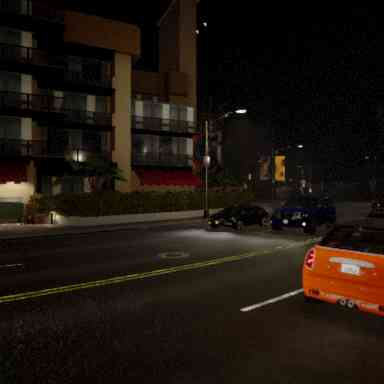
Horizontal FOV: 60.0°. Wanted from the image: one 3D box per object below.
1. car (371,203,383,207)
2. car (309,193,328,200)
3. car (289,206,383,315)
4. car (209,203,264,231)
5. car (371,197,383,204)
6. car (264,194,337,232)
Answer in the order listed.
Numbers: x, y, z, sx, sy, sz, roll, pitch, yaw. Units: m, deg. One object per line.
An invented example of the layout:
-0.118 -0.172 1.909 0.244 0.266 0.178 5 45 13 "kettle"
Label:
12.060 1.593 20.443 1.895 1.301 4.718 0 0 38 "car"
33.564 1.210 88.250 2.185 1.767 4.553 0 0 -26 "car"
4.325 1.348 7.099 4.553 1.767 2.097 0 0 -41 "car"
3.011 1.494 20.660 1.837 1.490 4.892 0 0 41 "car"
20.091 1.337 34.757 2.097 1.767 4.553 0 0 21 "car"
6.720 1.214 19.555 2.150 2.045 5.566 0 0 41 "car"
